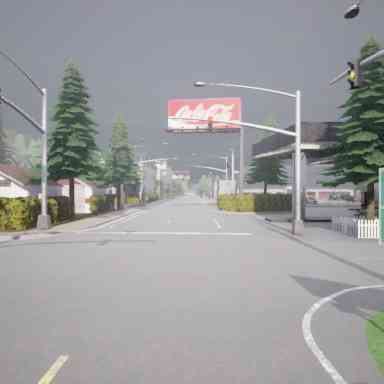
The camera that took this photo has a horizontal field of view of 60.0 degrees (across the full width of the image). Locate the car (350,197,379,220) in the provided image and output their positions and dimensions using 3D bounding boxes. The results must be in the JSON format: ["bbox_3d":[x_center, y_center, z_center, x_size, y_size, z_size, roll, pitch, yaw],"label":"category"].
[{"bbox_3d":[14.385,1.504,24.887,3.866,1.878,1.905,0,0,0],"label":"car"}]

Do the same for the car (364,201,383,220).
[{"bbox_3d":[18.715,1.672,30.554,4.611,1.667,2.242,0,0,0],"label":"car"}]

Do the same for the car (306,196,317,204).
[{"bbox_3d":[22.544,1.552,63.948,1.970,1.475,3.806,0,0,0],"label":"car"}]

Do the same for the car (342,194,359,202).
[{"bbox_3d":[34.953,1.489,71.732,2.007,1.523,4.514,0,0,0],"label":"car"}]
